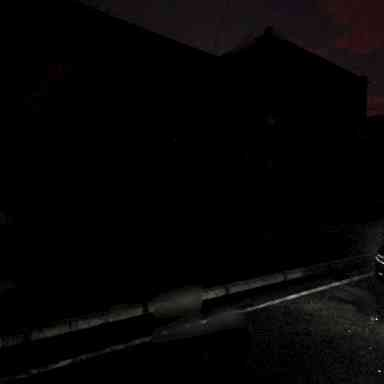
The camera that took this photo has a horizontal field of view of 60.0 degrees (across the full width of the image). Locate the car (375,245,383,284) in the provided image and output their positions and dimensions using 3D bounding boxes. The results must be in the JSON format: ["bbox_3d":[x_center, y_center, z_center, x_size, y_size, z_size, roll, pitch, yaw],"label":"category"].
[{"bbox_3d":[6.549,1.476,8.418,5.008,1.535,1.882,0,0,-36],"label":"car"}]
